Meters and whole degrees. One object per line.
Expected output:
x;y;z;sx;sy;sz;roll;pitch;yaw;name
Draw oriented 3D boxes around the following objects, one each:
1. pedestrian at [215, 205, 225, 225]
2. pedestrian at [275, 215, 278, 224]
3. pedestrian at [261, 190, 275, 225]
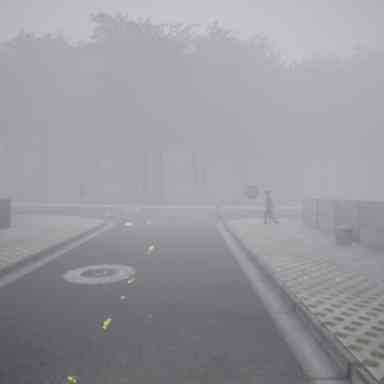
1.527;1.286;18.450;0.500;1.100;0.500;-1;3;0;pedestrian
4.220;0.768;17.842;0.375;1.860;0.375;-1;3;0;pedestrian
3.927;0.779;17.241;0.375;1.860;0.375;-1;3;0;pedestrian
